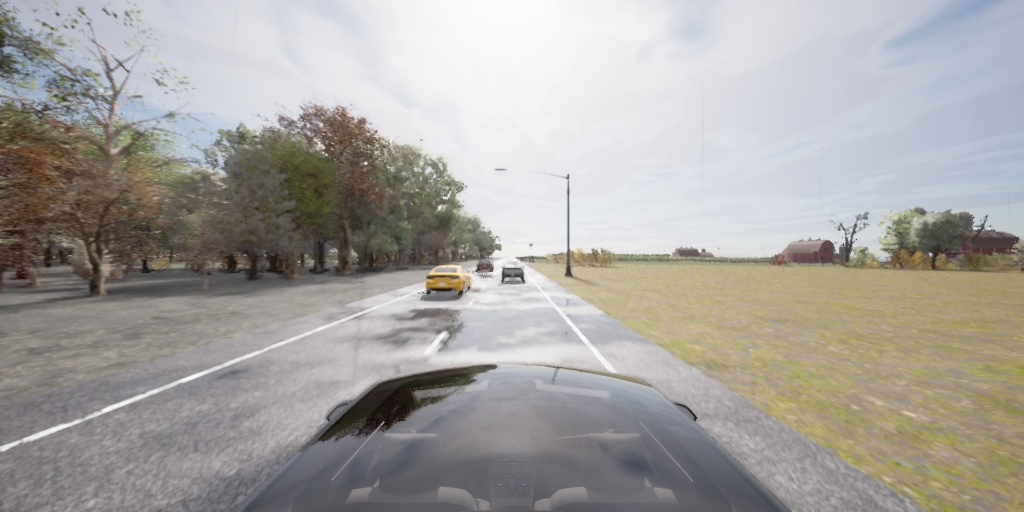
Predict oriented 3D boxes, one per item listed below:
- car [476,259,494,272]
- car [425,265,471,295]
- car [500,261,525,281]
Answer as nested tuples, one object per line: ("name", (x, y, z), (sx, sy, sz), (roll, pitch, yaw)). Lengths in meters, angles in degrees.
("car", (-3.451, 1.126, 47.172), (2.097, 1.767, 4.553), (0, 0, 0))
("car", (-3.418, 1.238, 19.918), (1.882, 1.535, 5.008), (0, 0, 0))
("car", (0.070, 1.262, 29.963), (2.128, 1.511, 4.902), (0, 0, 0))
